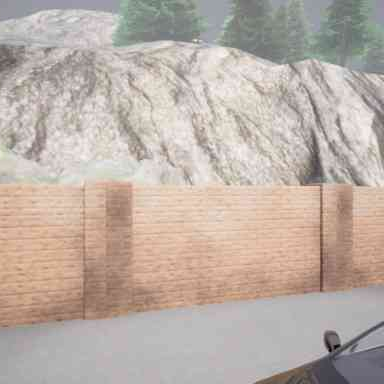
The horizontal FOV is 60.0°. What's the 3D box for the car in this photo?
[{"bbox_3d":[2.083,1.492,1.955,4.902,1.511,2.128,0,0,-19],"label":"car"}]
